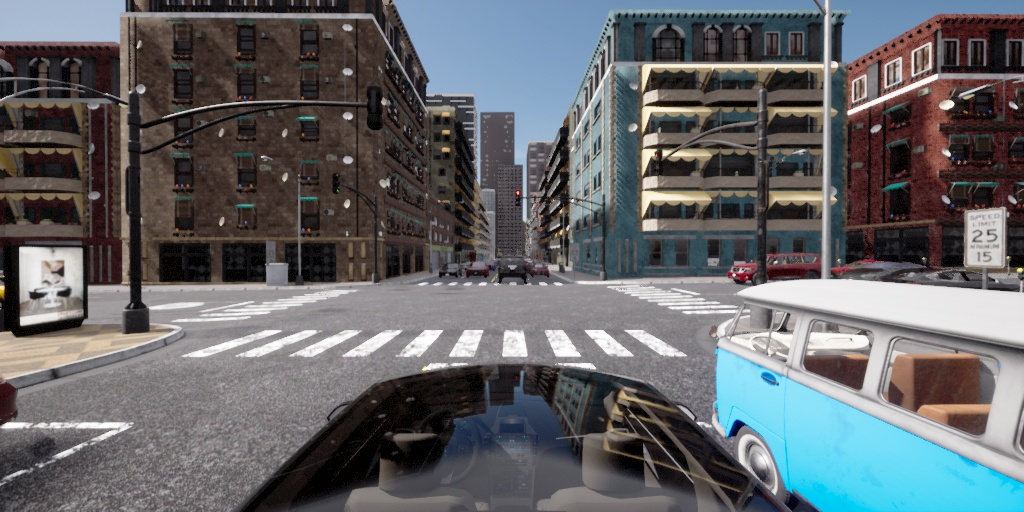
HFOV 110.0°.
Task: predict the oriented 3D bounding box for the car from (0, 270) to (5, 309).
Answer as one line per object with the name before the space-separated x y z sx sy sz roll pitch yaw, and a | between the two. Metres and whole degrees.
car | -22.241 1.539 15.189 5.008 1.535 1.882 -1 0 -1

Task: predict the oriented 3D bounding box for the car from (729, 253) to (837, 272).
car | 15.725 0.779 21.349 5.009 1.841 2.192 0 0 -1

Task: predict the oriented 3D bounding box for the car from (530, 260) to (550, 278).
car | 2.611 1.332 34.158 1.802 1.307 4.207 0 0 0

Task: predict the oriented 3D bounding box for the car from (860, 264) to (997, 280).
car | 15.766 1.096 12.969 4.313 1.339 1.948 0 0 -1

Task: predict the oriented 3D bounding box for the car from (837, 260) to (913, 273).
car | 19.708 0.991 18.794 4.181 1.385 1.994 -1 0 -1

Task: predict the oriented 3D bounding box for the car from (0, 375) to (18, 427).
car | -5.692 1.332 1.745 1.802 1.307 4.207 0 0 0

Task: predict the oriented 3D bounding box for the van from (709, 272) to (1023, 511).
van | 2.689 1.091 1.764 1.690 1.789 3.998 0 0 0

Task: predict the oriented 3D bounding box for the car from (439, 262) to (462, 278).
car | -5.770 1.316 34.150 1.948 1.339 4.313 0 0 0

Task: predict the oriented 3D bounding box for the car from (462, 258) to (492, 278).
car | -3.177 1.228 33.857 1.882 1.535 5.008 0 0 0

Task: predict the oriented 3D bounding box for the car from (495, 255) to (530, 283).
car | 0.037 0.970 28.269 2.150 2.045 5.566 0 0 0

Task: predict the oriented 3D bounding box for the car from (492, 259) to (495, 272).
car | -3.201 1.106 45.995 2.097 1.767 4.553 0 0 0
